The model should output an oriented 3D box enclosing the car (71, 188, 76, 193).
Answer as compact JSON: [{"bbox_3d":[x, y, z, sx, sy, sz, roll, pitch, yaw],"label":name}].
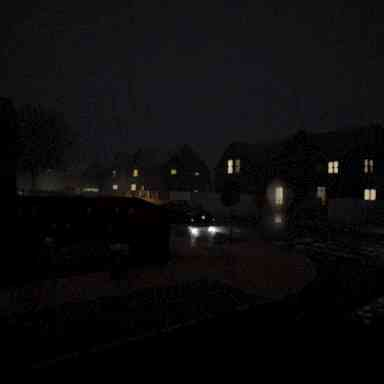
[{"bbox_3d":[-13.786,0.627,43.717,2.033,1.411,5.357,1,1,-35],"label":"car"}]

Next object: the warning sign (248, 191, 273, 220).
[{"bbox_3d":[4.571,0.855,22.240,1.300,1.860,1.060,0,0,-36],"label":"warning sign"}]

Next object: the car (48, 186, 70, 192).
[{"bbox_3d":[-19.181,0.359,46.471,2.128,1.511,4.902,1,1,-36],"label":"car"}]

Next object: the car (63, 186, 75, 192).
[{"bbox_3d":[-19.862,0.074,52.162,2.150,2.045,5.566,1,1,-36],"label":"car"}]

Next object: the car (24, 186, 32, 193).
[{"bbox_3d":[-39.679,-0.573,81.518,2.097,1.767,4.553,-1,2,-36],"label":"car"}]

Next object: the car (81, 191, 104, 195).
[{"bbox_3d":[-9.552,0.786,32.821,1.837,1.490,4.892,1,1,-35],"label":"car"}]

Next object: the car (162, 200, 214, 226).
[{"bbox_3d":[-0.488,1.192,20.127,1.994,1.385,4.181,1,1,-34],"label":"car"}]
